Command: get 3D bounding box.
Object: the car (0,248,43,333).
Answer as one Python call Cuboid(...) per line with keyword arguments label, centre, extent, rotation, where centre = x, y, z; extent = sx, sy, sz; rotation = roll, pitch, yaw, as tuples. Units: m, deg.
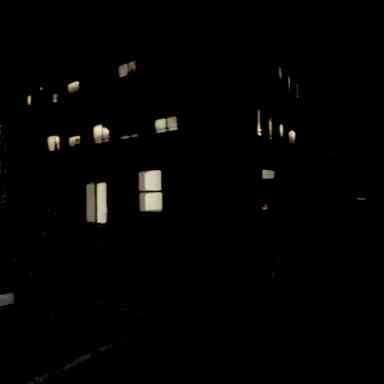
Cuboid(label="car", centre=(-4.455, 1.637, 6.064), extent=(4.313, 1.339, 1.947), rotation=(-1, -1, 35))
